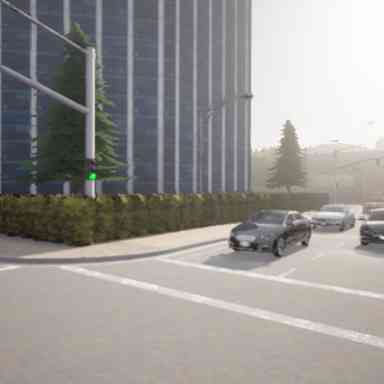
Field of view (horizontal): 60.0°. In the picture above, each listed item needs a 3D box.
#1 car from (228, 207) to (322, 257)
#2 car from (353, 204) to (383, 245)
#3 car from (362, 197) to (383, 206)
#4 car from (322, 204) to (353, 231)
[{"bbox_3d":[3.201,1.465,13.079,2.128,1.511,4.902,0,0,36],"label":"car"},{"bbox_3d":[8.727,1.496,14.667,1.837,1.490,4.892,0,0,36],"label":"car"},{"bbox_3d":[19.086,1.325,34.451,2.097,1.767,4.553,0,0,37],"label":"car"},{"bbox_3d":[8.774,1.500,20.601,1.812,1.442,4.674,0,0,36],"label":"car"}]
